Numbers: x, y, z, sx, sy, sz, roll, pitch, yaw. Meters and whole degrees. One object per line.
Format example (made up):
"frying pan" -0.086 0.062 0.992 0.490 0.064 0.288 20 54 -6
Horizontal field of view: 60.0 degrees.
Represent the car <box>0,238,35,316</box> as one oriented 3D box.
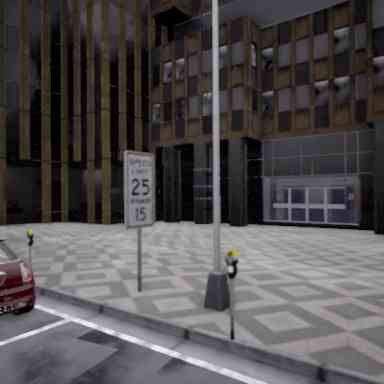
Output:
"car" -4.904 1.512 6.456 4.097 1.590 1.967 -1 0 35
